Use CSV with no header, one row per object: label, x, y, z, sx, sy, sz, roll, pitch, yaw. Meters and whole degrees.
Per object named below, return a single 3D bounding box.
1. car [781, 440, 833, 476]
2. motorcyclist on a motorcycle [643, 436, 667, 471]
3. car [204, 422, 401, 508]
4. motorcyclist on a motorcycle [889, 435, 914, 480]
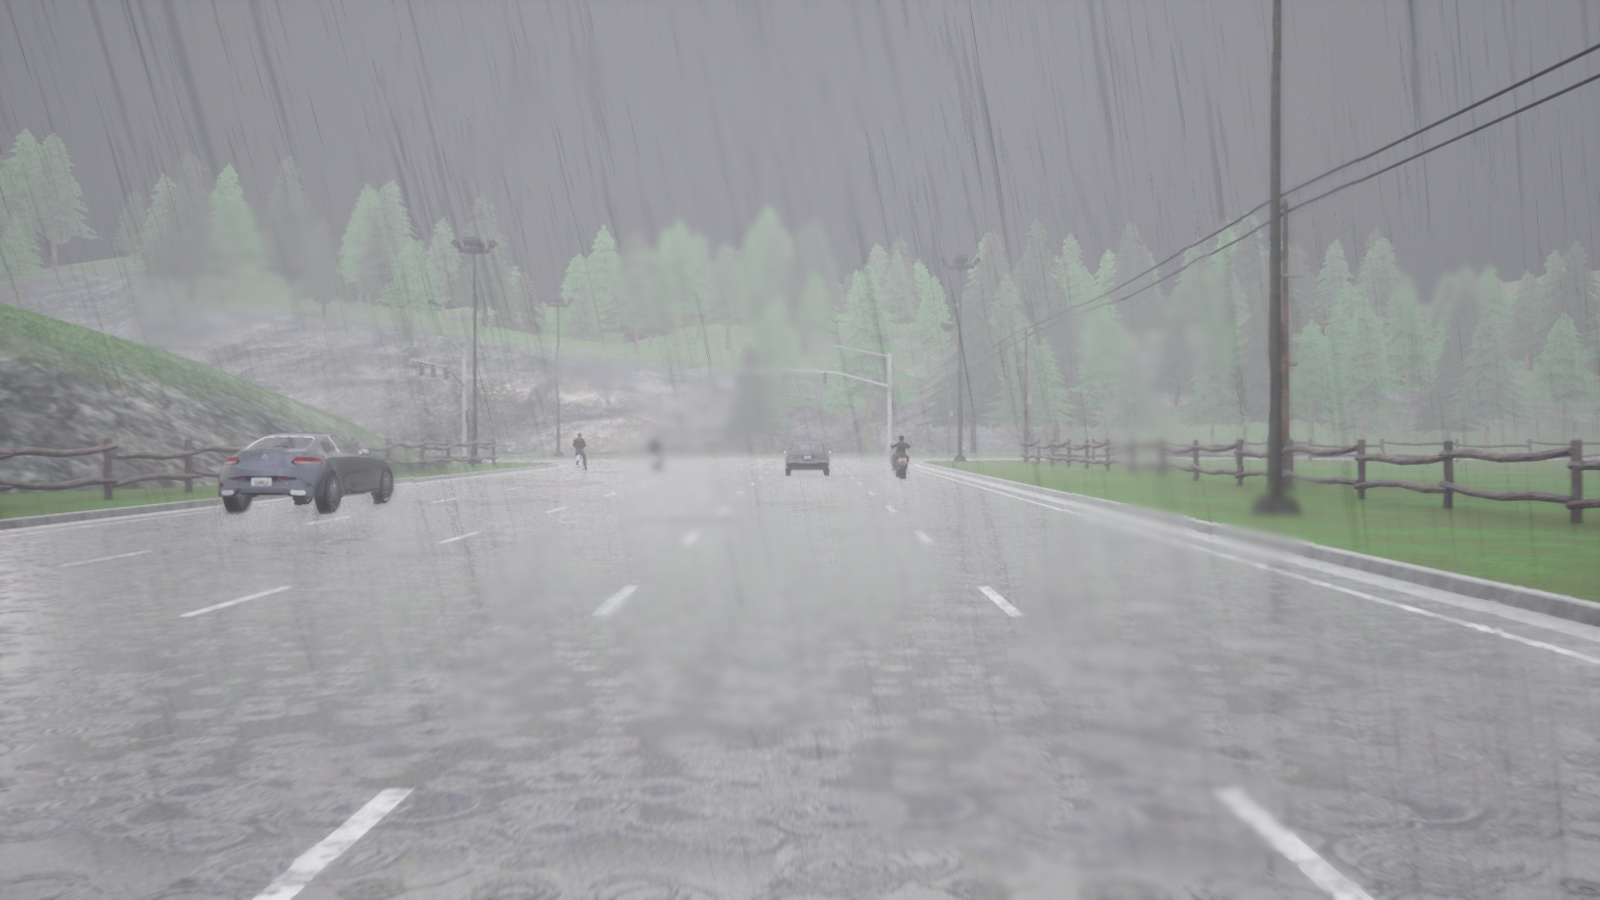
car,0.306,0.300,51.896,2.033,1.411,5.357,0,1,0
motorcyclist on a motorcycle,-6.661,0.144,57.860,0.866,1.590,1.817,0,1,0
car,-10.336,0.263,26.598,2.152,1.651,5.027,0,1,0
motorcyclist on a motorcycle,3.778,0.253,46.895,0.766,1.649,2.350,0,0,0
